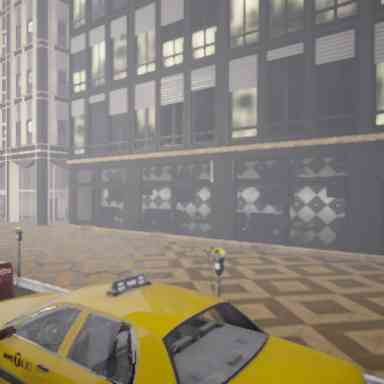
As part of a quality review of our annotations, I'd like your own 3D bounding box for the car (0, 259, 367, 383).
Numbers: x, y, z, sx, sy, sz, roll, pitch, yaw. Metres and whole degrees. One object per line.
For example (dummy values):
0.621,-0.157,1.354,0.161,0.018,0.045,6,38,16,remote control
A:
-0.839,1.532,3.467,4.829,1.417,1.752,0,0,35,car
